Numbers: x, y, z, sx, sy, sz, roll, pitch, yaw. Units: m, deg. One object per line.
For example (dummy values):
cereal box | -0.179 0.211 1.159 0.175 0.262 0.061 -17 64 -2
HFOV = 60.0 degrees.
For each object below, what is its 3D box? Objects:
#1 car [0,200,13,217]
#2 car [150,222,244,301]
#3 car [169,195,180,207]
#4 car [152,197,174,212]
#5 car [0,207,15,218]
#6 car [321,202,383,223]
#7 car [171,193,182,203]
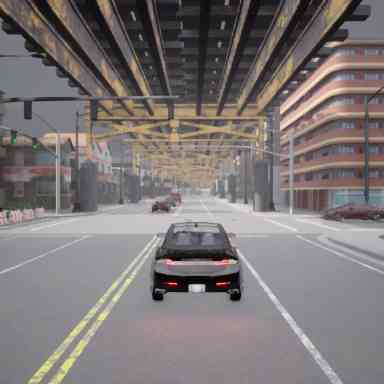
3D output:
car | -16.709 1.295 26.001 4.536 1.218 1.853 0 0 -20
car | 0.105 1.492 8.321 2.128 1.511 4.902 0 0 0
car | -3.392 1.546 50.807 2.033 1.411 5.357 0 0 0
car | -3.457 1.601 37.984 1.895 1.301 4.718 0 0 1
car | -16.660 1.453 26.019 4.974 1.542 2.038 0 0 -20
car | 12.304 1.526 25.349 4.674 1.442 1.812 0 0 1
car | -3.256 1.169 66.633 2.150 2.045 5.566 0 0 1
